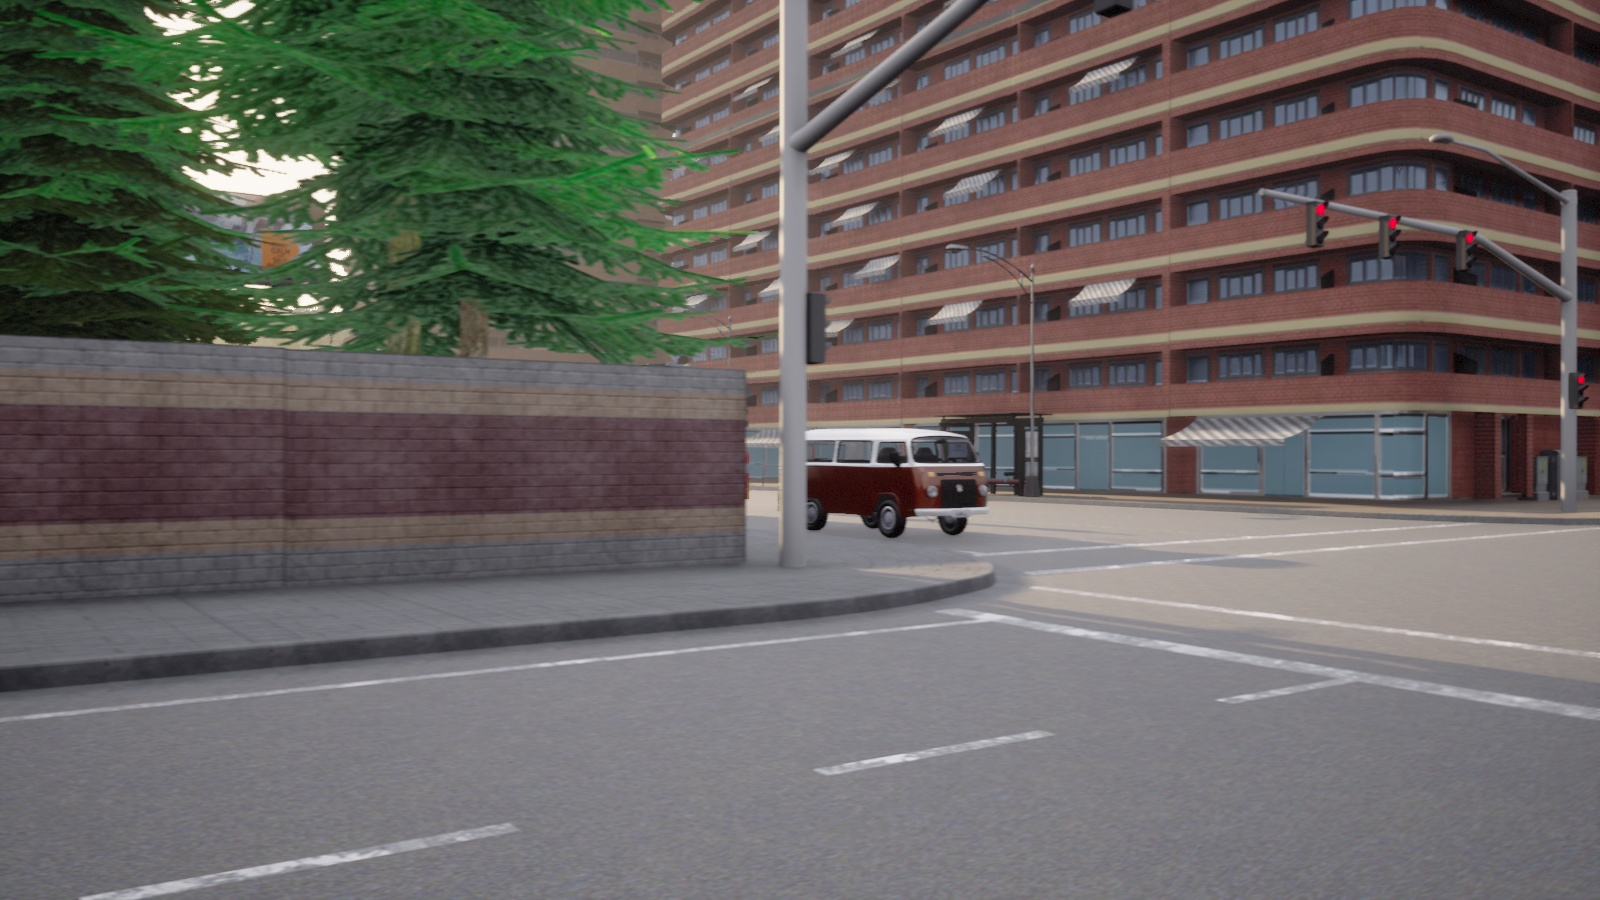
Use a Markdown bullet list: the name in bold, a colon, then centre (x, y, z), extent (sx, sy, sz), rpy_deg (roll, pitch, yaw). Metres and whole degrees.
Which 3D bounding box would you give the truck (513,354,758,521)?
- **truck**: centre (-4.601, -0.273, 33.207), extent (2.891, 3.827, 8.468), rpy_deg (0, 0, -34)

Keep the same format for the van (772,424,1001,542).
- **van**: centre (1.553, 0.580, 24.226), extent (2.069, 2.038, 4.480), rpy_deg (0, 0, -34)
